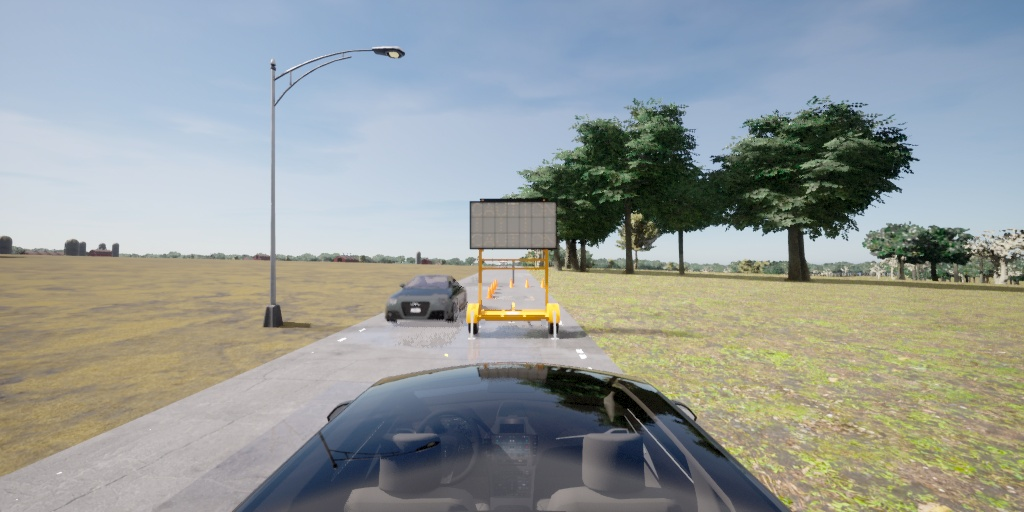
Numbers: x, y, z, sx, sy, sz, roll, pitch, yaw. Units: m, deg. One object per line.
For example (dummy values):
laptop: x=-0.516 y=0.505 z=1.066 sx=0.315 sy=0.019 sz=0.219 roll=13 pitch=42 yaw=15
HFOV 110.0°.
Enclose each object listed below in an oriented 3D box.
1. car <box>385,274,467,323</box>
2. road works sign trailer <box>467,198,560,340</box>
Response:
car: x=-2.678 y=1.320 z=11.980 sx=1.994 sy=1.385 sz=4.181 roll=0 pitch=0 yaw=0
road works sign trailer: x=0.041 y=0.219 z=9.961 sx=2.380 sy=3.560 sz=2.880 roll=0 pitch=0 yaw=0
